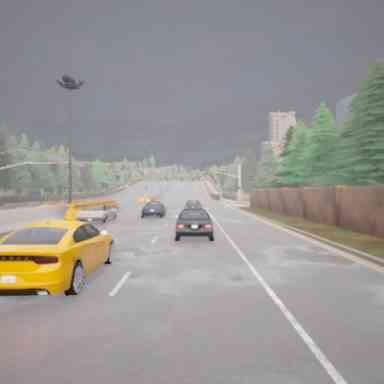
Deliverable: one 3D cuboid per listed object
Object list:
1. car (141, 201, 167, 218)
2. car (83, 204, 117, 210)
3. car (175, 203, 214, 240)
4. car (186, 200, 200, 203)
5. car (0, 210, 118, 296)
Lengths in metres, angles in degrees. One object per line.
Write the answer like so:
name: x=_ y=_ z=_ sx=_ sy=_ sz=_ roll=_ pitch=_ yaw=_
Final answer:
car: x=-3.378 y=1.522 z=30.131 sx=1.994 sy=1.385 sz=4.181 roll=0 pitch=0 yaw=0
car: x=-6.881 y=1.565 z=24.645 sx=1.895 sy=1.301 sz=4.718 roll=0 pitch=0 yaw=0
car: x=0.112 y=1.524 z=16.793 sx=2.033 sy=1.411 sz=5.357 roll=0 pitch=0 yaw=0
car: x=0.126 y=1.500 z=34.835 sx=2.033 sy=1.411 sz=5.357 roll=0 pitch=0 yaw=0
car: x=-3.394 y=1.465 z=8.640 sx=1.882 sy=1.535 sz=5.008 roll=0 pitch=0 yaw=0
